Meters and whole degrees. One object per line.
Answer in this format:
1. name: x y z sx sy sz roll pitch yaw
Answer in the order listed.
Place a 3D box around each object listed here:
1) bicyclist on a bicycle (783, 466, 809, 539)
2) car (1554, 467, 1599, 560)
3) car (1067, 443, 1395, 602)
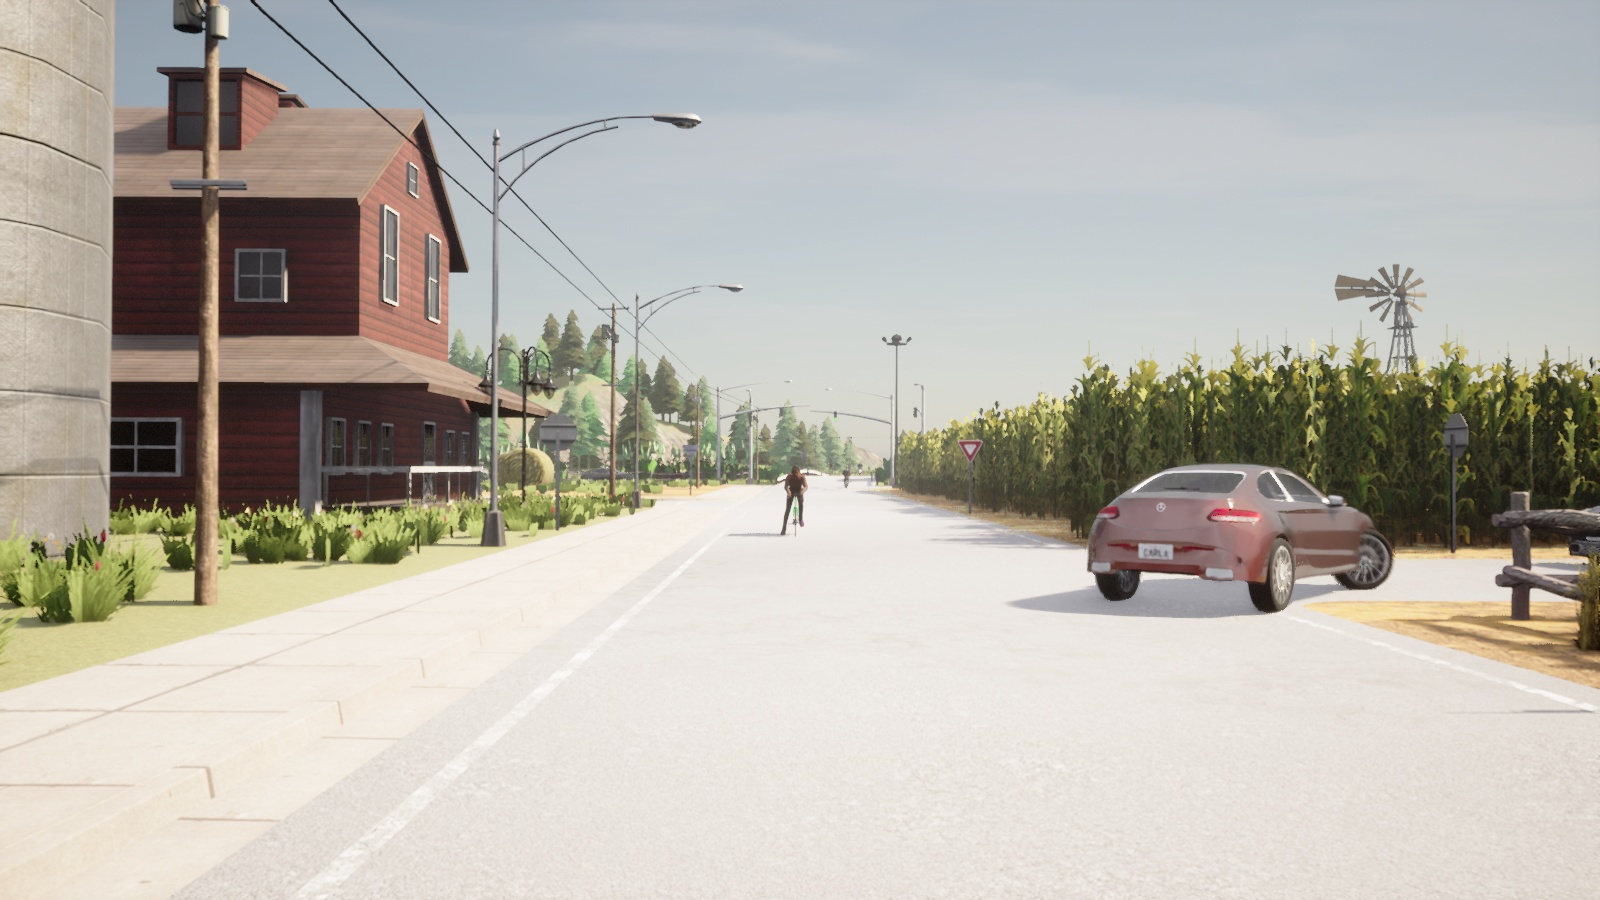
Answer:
1. bicyclist on a bicycle: -0.092 1.185 28.983 0.582 1.620 1.656 0 -1 0
2. car: 14.635 1.011 20.206 3.806 1.475 1.970 0 -1 0
3. car: 5.533 0.795 15.664 2.152 1.651 5.027 -1 -1 40
